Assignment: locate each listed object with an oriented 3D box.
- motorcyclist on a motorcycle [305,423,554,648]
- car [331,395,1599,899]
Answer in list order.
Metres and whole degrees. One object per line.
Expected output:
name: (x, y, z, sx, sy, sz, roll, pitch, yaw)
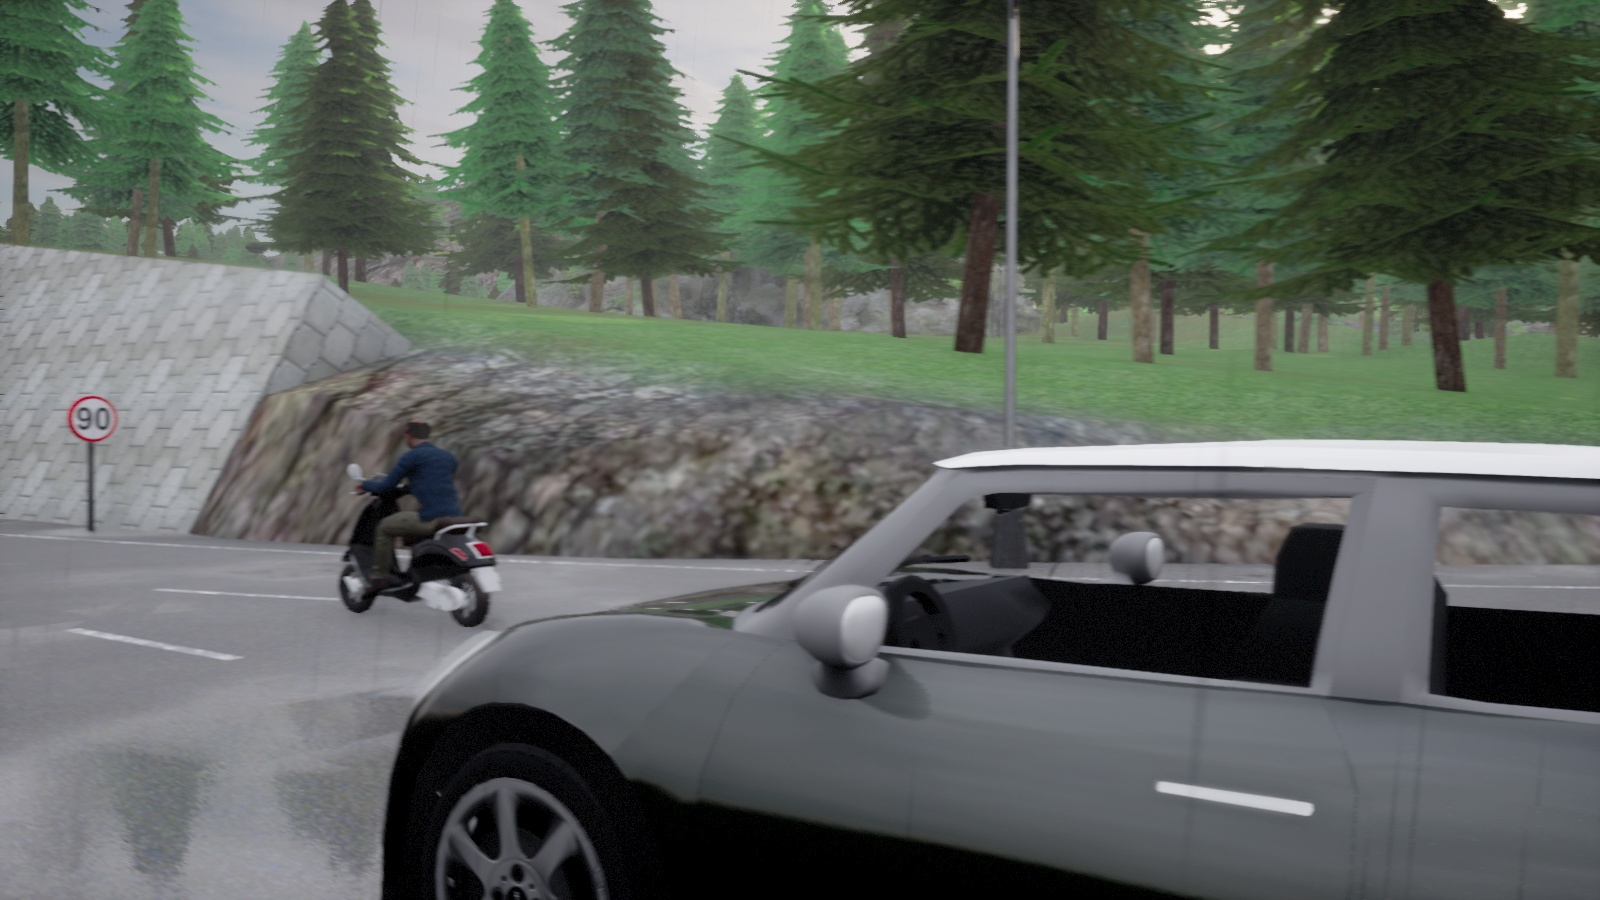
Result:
motorcyclist on a motorcycle: (-2.886, 0.603, 9.743, 1.817, 1.590, 0.866, 0, 1, 34)
car: (0.934, 0.650, 3.002, 3.806, 1.475, 1.970, 0, 1, 34)
